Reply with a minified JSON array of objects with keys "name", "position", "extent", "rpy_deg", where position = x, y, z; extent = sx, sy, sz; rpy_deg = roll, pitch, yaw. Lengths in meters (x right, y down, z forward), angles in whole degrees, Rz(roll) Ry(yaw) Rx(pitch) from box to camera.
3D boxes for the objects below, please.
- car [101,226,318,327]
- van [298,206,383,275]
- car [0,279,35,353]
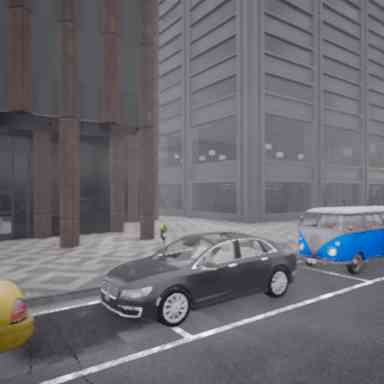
[{"name":"car","position":[0.346,1.547,6.898],"extent":[4.403,1.369,2.008],"rpy_deg":[0,0,-35]},{"name":"van","position":[4.935,1.332,10.171],"extent":[3.998,1.788,1.690],"rpy_deg":[0,0,-35]},{"name":"car","position":[-4.381,1.527,3.527],"extent":[4.829,1.417,1.752],"rpy_deg":[0,0,-35]}]
